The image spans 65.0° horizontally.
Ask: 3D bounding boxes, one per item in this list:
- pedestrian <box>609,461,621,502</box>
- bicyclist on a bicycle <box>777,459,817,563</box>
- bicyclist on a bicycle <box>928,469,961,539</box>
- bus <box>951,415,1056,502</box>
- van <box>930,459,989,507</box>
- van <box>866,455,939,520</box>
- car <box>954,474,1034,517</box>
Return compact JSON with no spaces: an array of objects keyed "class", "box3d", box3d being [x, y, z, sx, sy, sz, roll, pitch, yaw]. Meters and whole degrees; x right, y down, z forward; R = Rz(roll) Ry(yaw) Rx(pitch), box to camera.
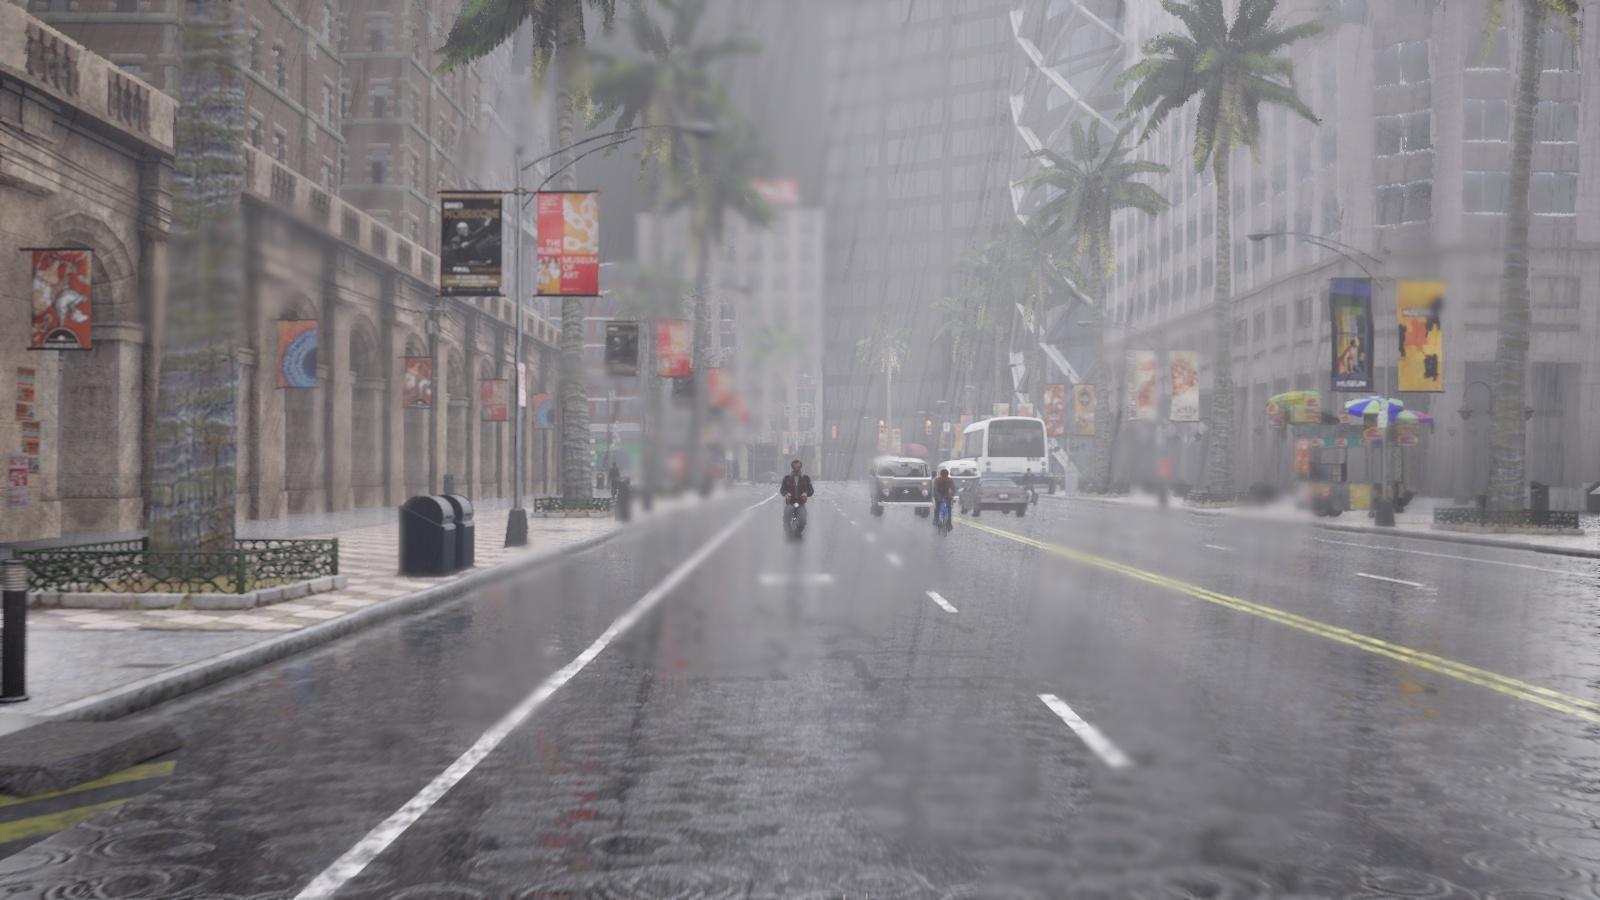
[{"class":"pedestrian","box3d":[-8.829,1.510,59.949,0.423,1.949,0.788,0,-1,0]},{"class":"bicyclist on a bicycle","box3d":[-0.054,1.059,22.301,0.659,1.776,1.843,0,-1,0]},{"class":"bicyclist on a bicycle","box3d":[3.428,1.254,29.875,0.582,1.620,1.656,0,-1,0]},{"class":"bus","box3d":[10.546,0.509,66.513,3.944,4.253,10.273,0,-1,1]},{"class":"van","box3d":[6.937,1.434,55.178,2.069,2.038,4.480,0,-1,1]},{"class":"van","box3d":[3.398,1.232,42.263,2.069,2.038,4.480,0,-1,0]},{"class":"car","box3d":[6.893,1.590,45.136,2.033,1.411,5.357,0,-1,0]}]
